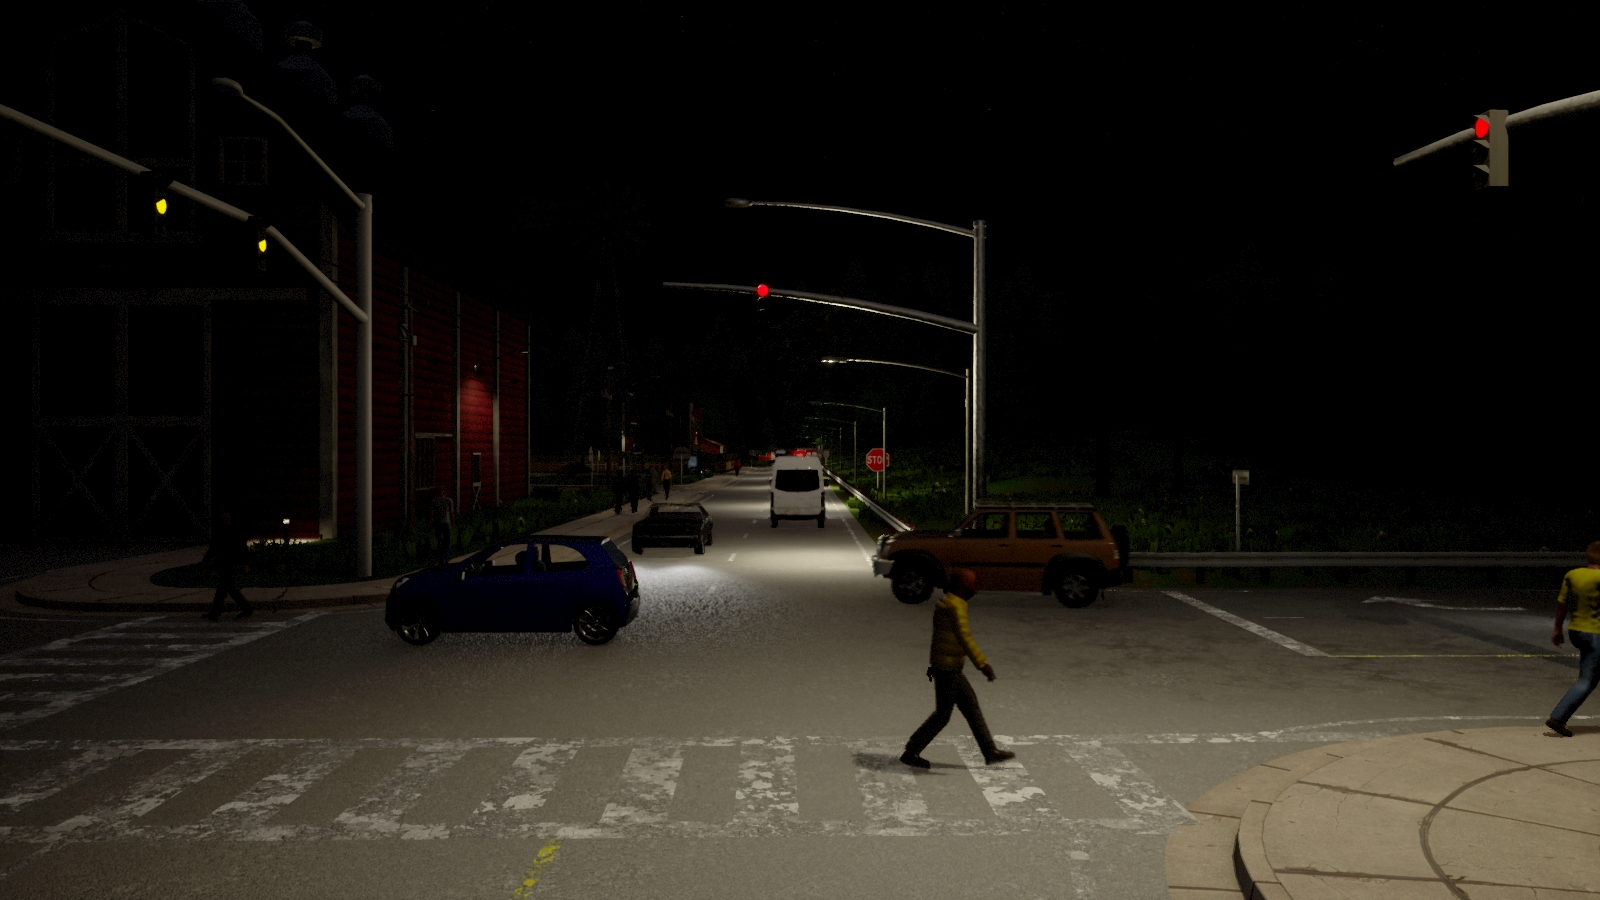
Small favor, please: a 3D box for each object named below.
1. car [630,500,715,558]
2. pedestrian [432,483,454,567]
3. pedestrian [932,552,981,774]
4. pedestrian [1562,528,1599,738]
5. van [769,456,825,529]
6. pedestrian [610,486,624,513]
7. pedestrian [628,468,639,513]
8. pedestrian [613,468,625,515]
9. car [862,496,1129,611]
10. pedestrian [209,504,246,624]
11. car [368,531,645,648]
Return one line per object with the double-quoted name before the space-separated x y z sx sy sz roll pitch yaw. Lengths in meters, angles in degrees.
"car" -3.455 2.136 31.771 1.895 1.301 4.718 0 0 0
"pedestrian" -8.014 1.679 25.628 0.375 1.860 0.375 0 0 0
"pedestrian" 1.355 1.833 9.920 0.375 1.860 0.375 0 0 0
"pedestrian" 7.329 1.663 10.510 0.375 1.860 0.375 0 0 -7
"van" -0.069 1.509 43.274 1.988 2.561 5.915 0 0 1
"pedestrian" -7.555 2.049 47.158 0.500 1.100 0.500 0 0 0
"pedestrian" -6.862 1.667 46.977 0.375 1.860 0.375 0 0 5
"pedestrian" -7.271 1.669 45.882 0.375 1.860 0.375 0 0 7
"car" 3.546 1.831 20.941 4.605 1.855 1.932 0 1 10
"pedestrian" -9.158 1.811 18.293 0.375 1.860 0.375 0 0 24
"car" -4.214 2.011 16.863 3.633 1.501 1.845 0 0 -1
